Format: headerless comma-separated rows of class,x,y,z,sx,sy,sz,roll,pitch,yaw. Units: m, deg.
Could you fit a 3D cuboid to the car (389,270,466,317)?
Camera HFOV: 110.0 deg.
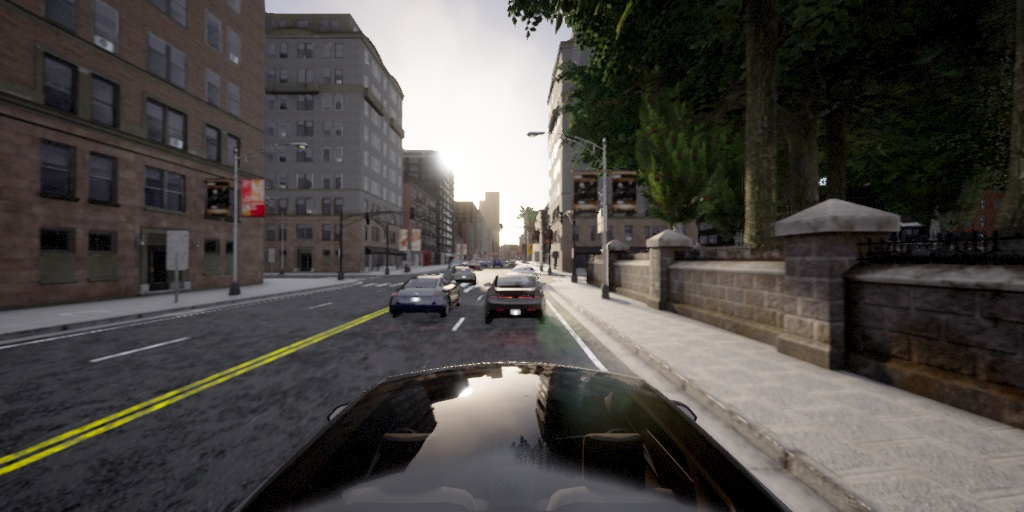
car,-3.148,1.407,13.716,1.994,1.385,4.181,0,0,0

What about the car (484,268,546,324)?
car,0.100,1.338,12.406,1.837,1.490,4.892,0,-1,0

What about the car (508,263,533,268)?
car,0.972,1.487,28.743,1.812,1.442,4.674,0,0,12

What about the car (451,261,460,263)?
car,-9.783,1.694,61.500,2.128,1.511,4.902,0,0,1

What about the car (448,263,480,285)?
car,-4.003,1.521,28.352,1.994,1.385,4.181,0,0,-13

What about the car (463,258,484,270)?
car,-6.537,1.554,61.445,2.097,1.767,4.553,0,0,1
